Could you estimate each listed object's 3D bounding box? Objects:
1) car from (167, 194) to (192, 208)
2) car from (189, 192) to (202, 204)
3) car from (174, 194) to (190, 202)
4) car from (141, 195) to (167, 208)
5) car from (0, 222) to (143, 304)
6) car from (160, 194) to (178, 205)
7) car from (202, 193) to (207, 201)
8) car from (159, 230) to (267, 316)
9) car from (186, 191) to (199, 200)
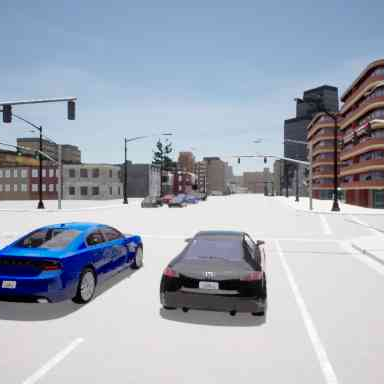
[{"bbox_3d":[-1.919,1.409,46.892,2.033,1.411,5.357,0,1,11],"label":"car"},{"bbox_3d":[-0.084,1.249,56.297,1.812,1.442,4.674,0,1,11],"label":"car"},{"bbox_3d":[-1.886,1.124,65.132,2.033,1.411,5.357,0,1,11],"label":"car"},{"bbox_3d":[-5.555,1.230,46.515,2.097,1.767,4.553,0,1,11],"label":"car"},{"bbox_3d":[-2.747,1.478,8.289,1.882,1.535,5.008,0,0,11],"label":"car"},{"bbox_3d":[-3.793,1.226,55.481,1.882,1.535,5.008,0,1,11],"label":"car"},{"bbox_3d":[1.875,1.052,66.120,1.837,1.490,4.892,0,1,12],"label":"car"},{"bbox_3d":[0.690,1.564,7.643,1.994,1.385,4.181,0,0,12],"label":"car"},{"bbox_3d":[0.057,0.752,74.936,2.097,1.767,4.553,0,1,11],"label":"car"}]
